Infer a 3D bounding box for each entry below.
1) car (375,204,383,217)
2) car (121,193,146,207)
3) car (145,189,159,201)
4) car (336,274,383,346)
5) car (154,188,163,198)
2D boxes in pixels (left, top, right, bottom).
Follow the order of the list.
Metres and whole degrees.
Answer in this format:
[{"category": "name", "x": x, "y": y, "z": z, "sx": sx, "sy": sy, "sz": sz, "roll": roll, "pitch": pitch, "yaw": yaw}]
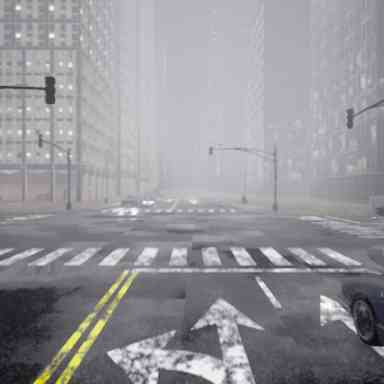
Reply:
[{"category": "car", "x": 16.911, "y": 1.227, "z": 25.821, "sx": 5.008, "sy": 1.535, "sz": 1.882, "roll": 0, "pitch": 0, "yaw": 2}, {"category": "car", "x": -7.130, "y": 1.051, "z": 39.932, "sx": 1.895, "sy": 1.301, "sz": 4.718, "roll": 0, "pitch": 1, "yaw": 2}, {"category": "car", "x": -7.359, "y": 0.704, "z": 56.912, "sx": 2.128, "sy": 1.511, "sz": 4.902, "roll": 0, "pitch": 1, "yaw": -1}, {"category": "car", "x": 3.351, "y": 1.504, "z": 3.138, "sx": 2.033, "sy": 1.411, "sz": 5.357, "roll": 0, "pitch": 1, "yaw": 0}, {"category": "car", "x": -7.584, "y": 0.210, "z": 71.848, "sx": 2.150, "sy": 2.045, "sz": 5.566, "roll": 0, "pitch": 1, "yaw": -1}]
